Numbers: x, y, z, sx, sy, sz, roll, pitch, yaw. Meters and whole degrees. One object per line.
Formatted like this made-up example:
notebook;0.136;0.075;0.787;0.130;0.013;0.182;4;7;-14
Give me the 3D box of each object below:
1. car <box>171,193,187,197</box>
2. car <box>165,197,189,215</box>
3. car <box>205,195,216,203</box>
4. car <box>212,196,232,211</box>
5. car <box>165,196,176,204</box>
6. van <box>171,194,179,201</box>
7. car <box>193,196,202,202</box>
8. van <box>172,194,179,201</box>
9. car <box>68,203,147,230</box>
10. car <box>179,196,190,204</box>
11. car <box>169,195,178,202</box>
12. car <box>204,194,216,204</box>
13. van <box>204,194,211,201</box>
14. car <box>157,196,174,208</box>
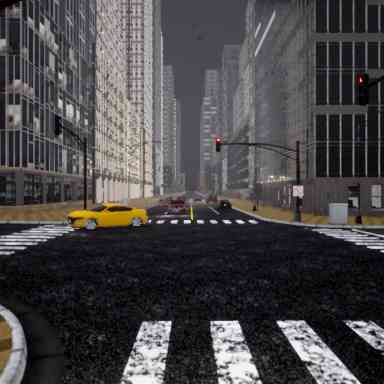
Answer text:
car;-1.545;1.360;50.024;2.097;1.767;4.553;0;0;0
car;-1.497;1.541;34.522;1.812;1.442;4.674;0;0;0
car;3.785;1.431;69.423;1.967;1.590;4.097;0;0;0
car;3.941;1.578;41.786;1.947;1.339;4.313;0;0;0
car;-4.073;1.563;63.864;1.947;1.339;4.313;0;0;0
van;-4.138;1.320;80.447;1.690;1.788;3.998;0;0;0
car;1.218;1.528;72.899;2.033;1.411;5.357;0;0;0
van;-4.159;1.314;85.975;1.690;1.788;3.998;0;0;0
car;-5.184;1.468;20.962;5.008;1.535;1.882;2;2;-41
car;-1.525;1.541;67.065;2.033;1.411;5.357;0;0;0
car;-4.116;1.425;74.920;1.967;1.590;4.097;0;0;0
car;3.807;1.312;63.894;2.192;1.841;5.009;0;0;0
van;3.742;1.320;80.478;1.690;1.788;3.998;0;0;0
car;-4.010;1.592;47.281;1.802;1.307;4.206;0;0;0
